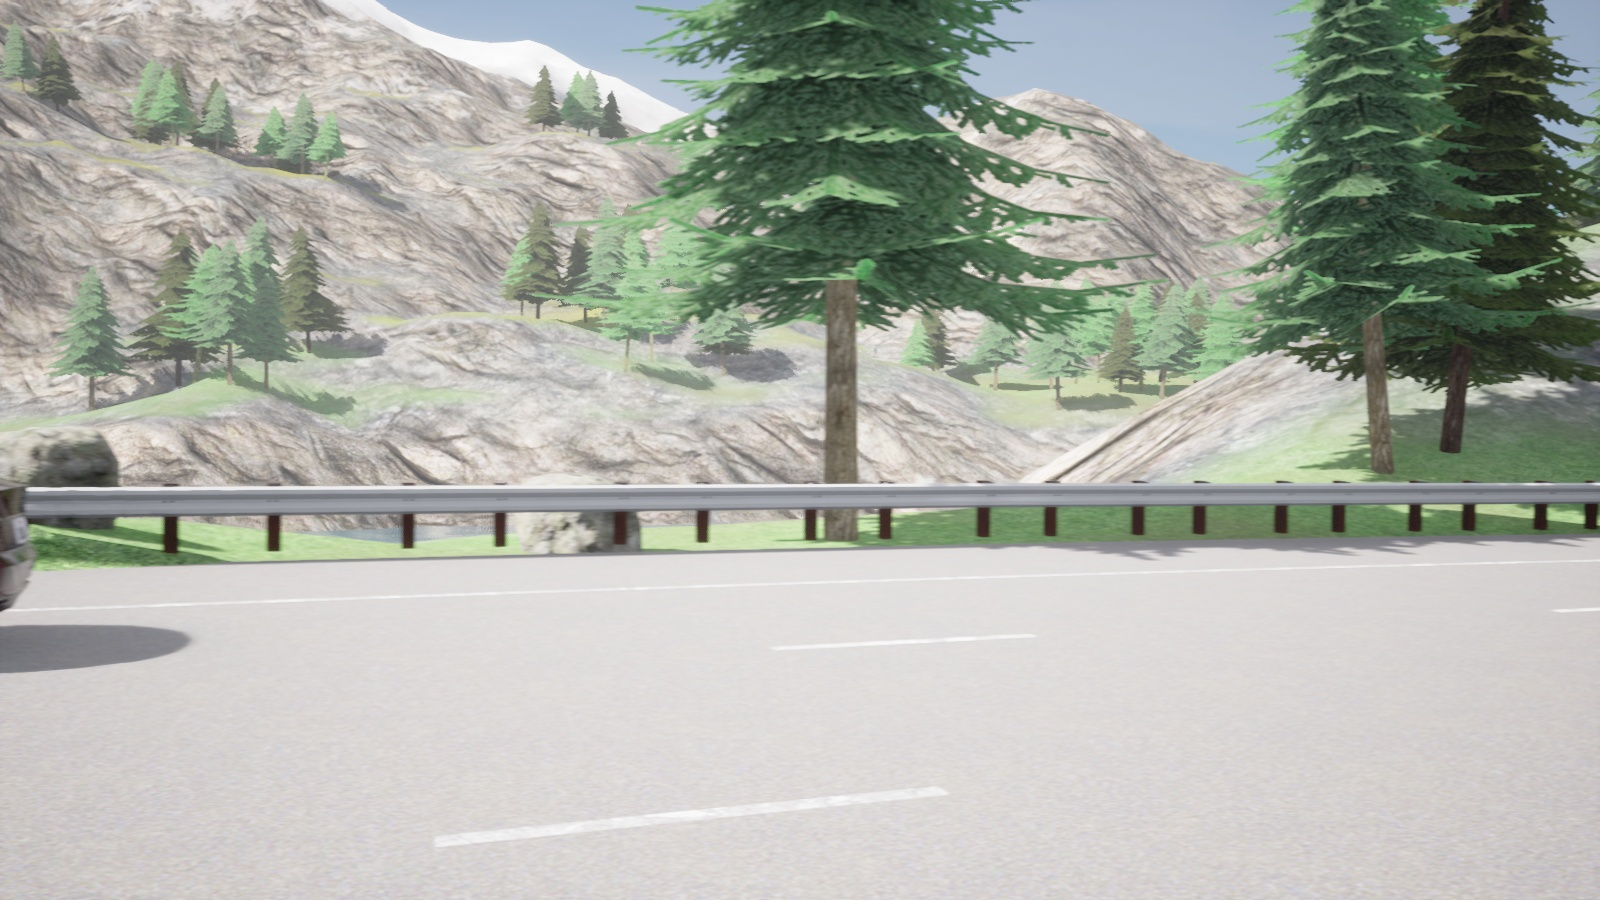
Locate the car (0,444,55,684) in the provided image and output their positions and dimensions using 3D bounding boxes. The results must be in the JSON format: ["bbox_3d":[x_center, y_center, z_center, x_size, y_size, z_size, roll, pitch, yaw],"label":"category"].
[{"bbox_3d":[-7.586,0.750,7.801,4.792,1.488,2.163,-1,1,-22],"label":"car"}]
